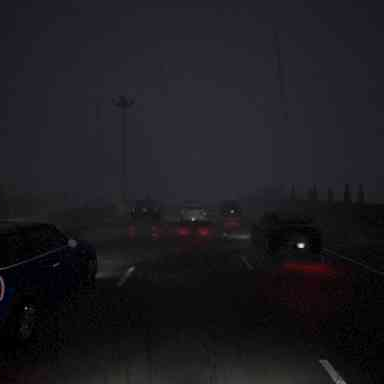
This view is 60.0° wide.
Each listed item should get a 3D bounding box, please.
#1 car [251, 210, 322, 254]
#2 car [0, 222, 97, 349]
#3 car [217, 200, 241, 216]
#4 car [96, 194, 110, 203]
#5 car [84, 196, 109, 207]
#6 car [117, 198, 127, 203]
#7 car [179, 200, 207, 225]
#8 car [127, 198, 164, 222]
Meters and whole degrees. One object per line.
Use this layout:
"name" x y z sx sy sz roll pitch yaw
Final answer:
"car" 3.591 1.502 13.371 1.837 1.490 4.892 0 0 0
"car" -3.404 1.351 6.420 2.097 1.767 4.553 0 0 0
"car" 3.577 1.498 32.116 1.837 1.490 4.892 0 0 0
"car" -17.487 1.313 64.228 2.150 2.045 5.566 0 0 2
"car" -14.081 1.590 48.515 1.895 1.301 4.718 0 0 0
"car" -10.565 1.590 53.222 1.895 1.301 4.718 0 0 0
"car" 0.082 1.520 23.737 1.812 1.442 4.674 0 0 0
"car" -3.419 1.346 26.101 2.097 1.767 4.553 0 0 0
